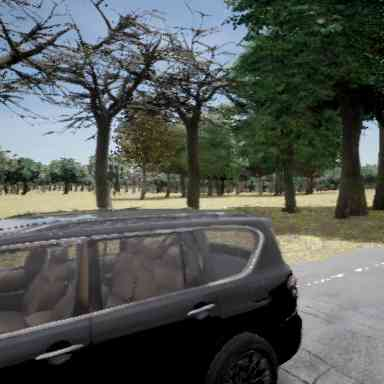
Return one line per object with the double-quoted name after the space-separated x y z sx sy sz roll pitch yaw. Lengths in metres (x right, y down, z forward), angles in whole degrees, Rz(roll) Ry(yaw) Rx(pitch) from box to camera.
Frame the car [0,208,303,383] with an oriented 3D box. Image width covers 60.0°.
-1.352 1.222 3.026 5.566 2.045 2.150 0 0 -35 "car"
